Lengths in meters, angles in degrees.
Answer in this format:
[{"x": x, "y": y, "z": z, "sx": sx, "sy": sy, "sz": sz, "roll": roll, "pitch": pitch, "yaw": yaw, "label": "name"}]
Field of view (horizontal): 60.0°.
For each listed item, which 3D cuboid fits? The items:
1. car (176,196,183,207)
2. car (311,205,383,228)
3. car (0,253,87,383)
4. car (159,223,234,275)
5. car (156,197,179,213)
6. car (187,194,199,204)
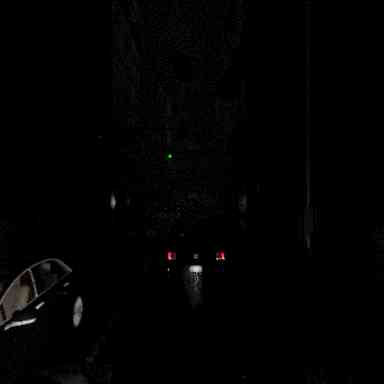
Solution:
[{"x": -2.774, "y": 1.586, "z": 51.494, "sx": 1.837, "sy": 1.490, "sz": 4.892, "roll": 0, "pitch": 0, "yaw": 0, "label": "car"}, {"x": 10.732, "y": 1.673, "z": 23.141, "sx": 5.008, "sy": 1.535, "sz": 1.882, "roll": 1, "pitch": -1, "yaw": 0, "label": "car"}, {"x": -2.636, "y": 1.554, "z": 4.101, "sx": 2.008, "sy": 1.369, "sz": 4.403, "roll": 0, "pitch": 0, "yaw": 0, "label": "car"}, {"x": 0.098, "y": 1.609, "z": 10.431, "sx": 1.895, "sy": 1.301, "sz": 4.718, "roll": 0, "pitch": 0, "yaw": 0, "label": "car"}, {"x": -2.825, "y": 1.609, "z": 37.429, "sx": 1.994, "sy": 1.385, "sz": 4.181, "roll": 0, "pitch": 0, "yaw": 0, "label": "car"}, {"x": 0.088, "y": 1.631, "z": 67.857, "sx": 1.837, "sy": 1.490, "sz": 4.892, "roll": 0, "pitch": 0, "yaw": 0, "label": "car"}]
